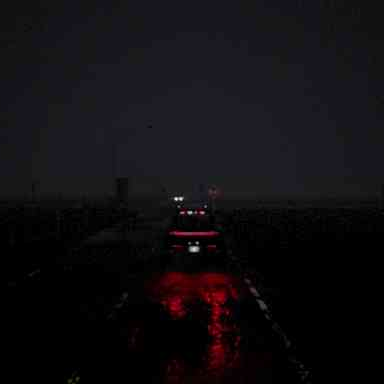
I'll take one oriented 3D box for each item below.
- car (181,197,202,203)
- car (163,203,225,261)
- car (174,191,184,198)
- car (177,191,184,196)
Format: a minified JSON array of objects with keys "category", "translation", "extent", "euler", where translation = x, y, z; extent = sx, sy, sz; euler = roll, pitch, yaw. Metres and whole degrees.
[{"category":"car","translation":[0.010,1.275,22.751],"extent":[2.033,1.411,5.357],"euler":[0,1,0]},{"category":"car","translation":[0.053,1.348,11.654],"extent":[2.128,1.511,4.902],"euler":[0,1,0]},{"category":"car","translation":[-3.150,0.635,78.584],"extent":[2.128,1.511,4.902],"euler":[0,1,0]},{"category":"car","translation":[-3.252,0.423,94.182],"extent":[1.882,1.535,5.008],"euler":[0,1,0]}]
